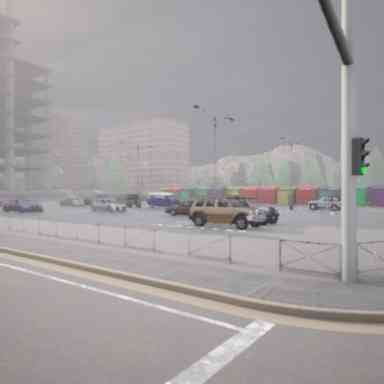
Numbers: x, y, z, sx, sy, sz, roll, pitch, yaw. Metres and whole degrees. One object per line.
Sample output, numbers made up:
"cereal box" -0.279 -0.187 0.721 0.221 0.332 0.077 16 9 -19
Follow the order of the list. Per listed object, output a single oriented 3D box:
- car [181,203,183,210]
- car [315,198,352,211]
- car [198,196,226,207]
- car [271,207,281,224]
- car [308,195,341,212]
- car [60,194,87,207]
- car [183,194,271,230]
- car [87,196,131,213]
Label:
"car" 1.250 1.209 48.319 4.605 1.855 1.932 0 0 36
"car" 17.094 1.468 40.269 3.806 1.475 1.970 0 0 36
"car" 3.019 1.425 50.613 3.905 1.438 1.784 0 0 36
"car" 3.760 1.187 22.123 3.866 1.878 1.905 0 0 36
"car" 15.368 1.224 37.945 3.866 1.878 1.905 0 0 36
"car" -17.438 1.421 48.261 3.806 1.475 1.970 0 0 36
"car" 1.999 1.179 19.825 4.605 1.855 1.932 0 0 36
"car" -8.700 1.420 34.660 3.806 1.475 1.970 0 0 36
